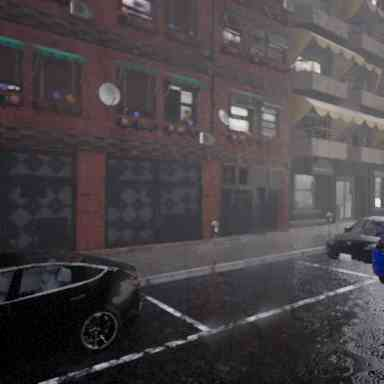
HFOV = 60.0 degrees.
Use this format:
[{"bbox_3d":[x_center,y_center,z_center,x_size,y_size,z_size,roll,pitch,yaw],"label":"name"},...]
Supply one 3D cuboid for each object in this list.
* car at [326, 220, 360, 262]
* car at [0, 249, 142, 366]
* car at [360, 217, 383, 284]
[{"bbox_3d":[6.287,1.525,11.032,4.313,1.339,1.947,0,1,-35],"label":"car"},{"bbox_3d":[-2.782,1.565,4.561,4.313,1.339,1.947,0,1,-35],"label":"car"},{"bbox_3d":[6.676,1.187,8.103,5.566,2.045,2.150,0,0,-35],"label":"car"}]
